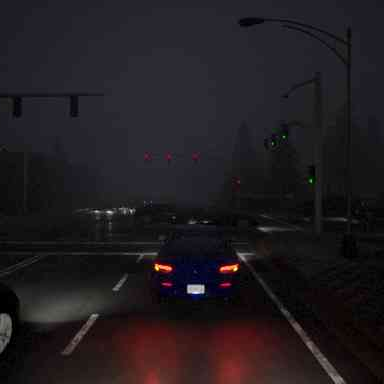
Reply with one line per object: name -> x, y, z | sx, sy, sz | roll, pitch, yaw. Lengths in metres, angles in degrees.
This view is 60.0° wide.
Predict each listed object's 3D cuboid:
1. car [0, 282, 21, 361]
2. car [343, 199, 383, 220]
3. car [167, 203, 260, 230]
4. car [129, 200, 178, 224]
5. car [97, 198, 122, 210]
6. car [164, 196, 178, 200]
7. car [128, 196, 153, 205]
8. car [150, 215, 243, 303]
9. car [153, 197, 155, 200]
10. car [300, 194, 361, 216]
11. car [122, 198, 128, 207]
car -> -3.442, 1.505, 2.954 | 1.837, 1.490, 4.892 | 0, 0, 0
car -> 15.883, 1.547, 27.608 | 5.357, 1.411, 2.033 | 0, 0, 0
car -> 1.384, 1.547, 20.465 | 5.357, 1.411, 2.033 | 0, 0, 1
car -> -1.750, 1.505, 24.023 | 4.892, 1.490, 1.837 | 0, 0, 1
car -> -10.645, 1.526, 42.293 | 1.812, 1.442, 4.674 | 0, 0, 0
car -> -3.464, 1.352, 54.170 | 2.097, 1.767, 4.553 | 0, 0, 0
car -> -7.149, 1.352, 46.353 | 2.097, 1.767, 4.553 | 0, 0, 0
car -> 0.130, 1.526, 8.088 | 1.812, 1.442, 4.674 | 0, 0, 2
car -> -7.136, 1.505, 55.495 | 1.837, 1.490, 4.892 | 0, 0, 0
car -> 13.062, 1.222, 31.107 | 5.566, 2.045, 2.150 | 0, 0, 0
car -> -10.648, 1.601, 51.392 | 1.895, 1.301, 4.718 | 0, 0, 0
